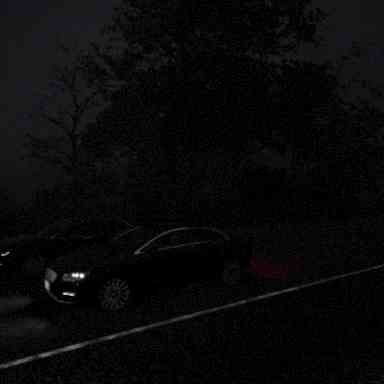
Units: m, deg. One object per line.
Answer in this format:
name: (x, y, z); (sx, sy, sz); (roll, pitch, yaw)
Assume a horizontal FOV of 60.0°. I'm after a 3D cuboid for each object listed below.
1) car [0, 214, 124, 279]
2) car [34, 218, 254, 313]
car: (-3.385, 1.487, 10.123); (4.892, 1.490, 1.837); (0, 0, -35)
car: (-0.734, 1.469, 7.708); (4.902, 1.511, 2.128); (-1, 0, -35)
